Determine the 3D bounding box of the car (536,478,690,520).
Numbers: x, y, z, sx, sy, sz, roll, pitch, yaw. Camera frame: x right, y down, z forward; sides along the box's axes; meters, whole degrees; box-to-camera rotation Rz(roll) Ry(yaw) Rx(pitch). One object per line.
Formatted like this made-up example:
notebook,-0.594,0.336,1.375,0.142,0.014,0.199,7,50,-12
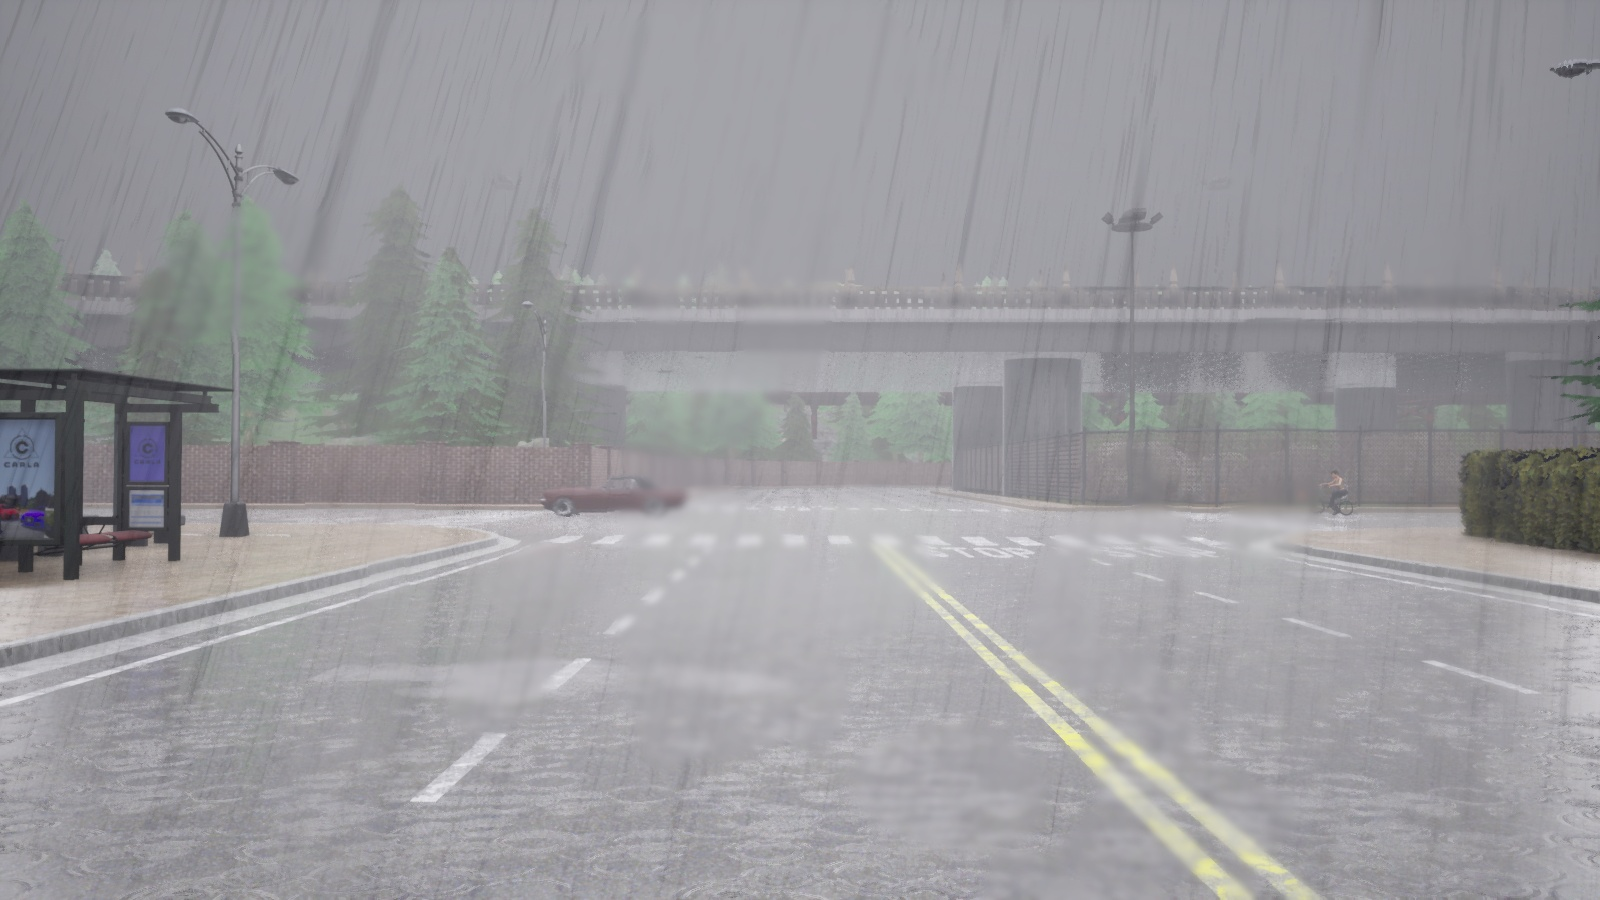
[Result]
car,-6.027,1.569,40.801,4.718,1.301,1.895,0,-1,0

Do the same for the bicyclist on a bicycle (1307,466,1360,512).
bicyclist on a bicycle,18.848,1.364,44.405,1.509,1.612,0.866,0,-1,0
